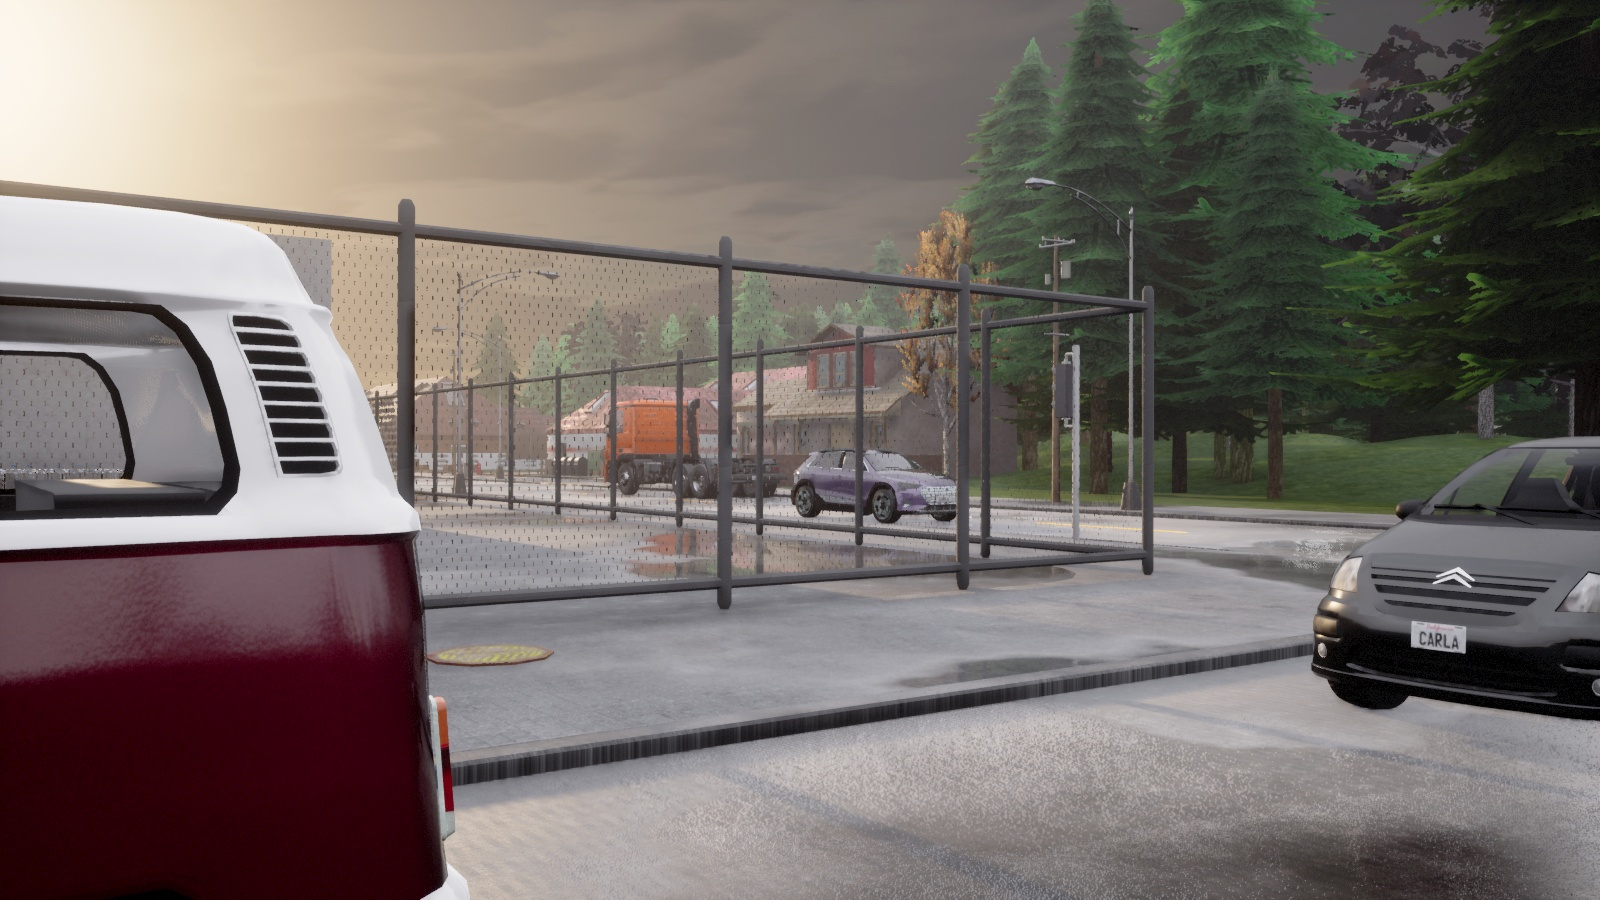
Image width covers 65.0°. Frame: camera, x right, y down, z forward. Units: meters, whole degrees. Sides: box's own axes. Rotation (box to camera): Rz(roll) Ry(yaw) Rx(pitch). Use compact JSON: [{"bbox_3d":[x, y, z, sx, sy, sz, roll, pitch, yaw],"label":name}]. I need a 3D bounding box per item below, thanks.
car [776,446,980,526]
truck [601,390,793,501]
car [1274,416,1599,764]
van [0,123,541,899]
[{"bbox_3d":[1.655,0.741,28.422,2.033,1.649,4.856,0,0,-35],"label":"car"},{"bbox_3d":[-3.727,-0.123,43.236,2.891,3.462,7.936,0,0,-36],"label":"truck"},{"bbox_3d":[4.842,0.651,7.619,3.988,1.617,1.851,0,0,-38],"label":"car"},{"bbox_3d":[-2.974,0.480,2.203,4.480,2.038,2.069,0,0,-35],"label":"van"}]
